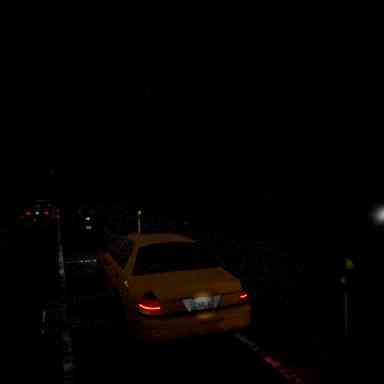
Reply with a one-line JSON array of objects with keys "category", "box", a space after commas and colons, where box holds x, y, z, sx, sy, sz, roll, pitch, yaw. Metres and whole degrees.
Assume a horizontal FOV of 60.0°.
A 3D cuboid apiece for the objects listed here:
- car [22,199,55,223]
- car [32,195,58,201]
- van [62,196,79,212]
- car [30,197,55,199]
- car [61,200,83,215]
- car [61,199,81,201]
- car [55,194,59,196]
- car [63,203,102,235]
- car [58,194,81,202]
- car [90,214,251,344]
[{"category": "car", "box": [-11.951, 1.548, 25.987, 2.033, 1.411, 5.357, 0, 0, -22]}, {"category": "car", "box": [-18.186, 1.494, 41.260, 2.128, 1.511, 4.902, 0, 0, -21]}, {"category": "van", "box": [-14.367, 1.343, 39.228, 1.690, 1.788, 3.998, 0, 0, -22]}, {"category": "car", "box": [-16.009, 1.527, 35.685, 1.812, 1.442, 4.674, 0, 0, -22]}, {"category": "car", "box": [-8.112, 1.552, 23.883, 2.008, 1.369, 4.403, 0, 0, -22]}, {"category": "car", "box": [-10.197, 1.567, 28.998, 1.947, 1.339, 4.313, 0, 0, -22]}, {"category": "car", "box": [-31.200, 1.470, 79.763, 1.967, 1.590, 4.097, 0, 0, -23]}, {"category": "car", "box": [-6.027, 1.551, 18.768, 2.008, 1.369, 4.403, 0, 0, -22]}, {"category": "car", "box": [-12.282, 1.316, 34.114, 2.192, 1.841, 5.009, 0, 0, -22]}, {"category": "car", "box": [-0.832, 1.457, 6.796, 1.801, 1.575, 5.366, 0, 0, -22]}]
